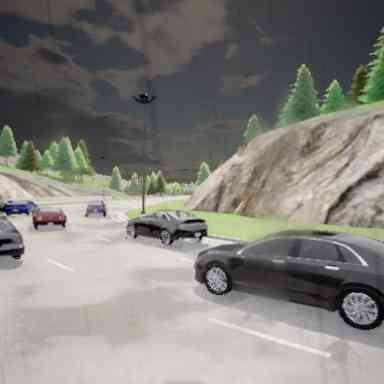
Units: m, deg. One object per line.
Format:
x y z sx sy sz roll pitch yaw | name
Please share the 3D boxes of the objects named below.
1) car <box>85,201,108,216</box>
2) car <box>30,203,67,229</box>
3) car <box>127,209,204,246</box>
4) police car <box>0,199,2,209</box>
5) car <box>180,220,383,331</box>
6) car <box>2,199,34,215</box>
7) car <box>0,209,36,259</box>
-9.577 1.599 33.632 1.812 1.442 4.674 0 0 -12 | car
-9.495 1.629 22.057 1.895 1.301 4.718 0 0 -26 | car
-1.298 1.547 15.626 2.128 1.511 4.902 0 0 -40 | car
-20.722 1.521 37.069 2.038 1.542 4.974 1 0 -5 | police car
2.257 1.550 7.059 4.892 1.490 1.837 0 0 39 | car
-16.415 1.502 32.485 1.882 1.535 5.008 0 0 -11 | car
-7.395 1.549 11.915 2.033 1.411 5.357 0 0 -37 | car
